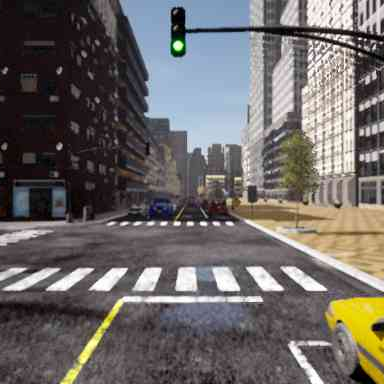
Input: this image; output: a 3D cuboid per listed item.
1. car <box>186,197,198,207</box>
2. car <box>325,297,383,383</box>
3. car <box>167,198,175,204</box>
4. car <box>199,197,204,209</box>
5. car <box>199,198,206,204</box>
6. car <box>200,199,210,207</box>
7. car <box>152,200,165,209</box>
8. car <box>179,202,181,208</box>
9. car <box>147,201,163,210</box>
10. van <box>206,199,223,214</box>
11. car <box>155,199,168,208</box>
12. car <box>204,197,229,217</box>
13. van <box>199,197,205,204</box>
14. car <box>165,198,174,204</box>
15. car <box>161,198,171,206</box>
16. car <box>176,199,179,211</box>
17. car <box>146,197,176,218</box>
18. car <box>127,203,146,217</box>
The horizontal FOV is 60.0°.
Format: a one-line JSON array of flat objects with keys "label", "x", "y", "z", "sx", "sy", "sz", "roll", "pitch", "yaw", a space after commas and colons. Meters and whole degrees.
[{"label": "car", "x": 0.011, "y": 2.129, "z": 63.795, "sx": 1.837, "sy": 1.490, "sz": 4.892, "roll": 0, "pitch": -1, "yaw": 0}, {"label": "car", "x": 2.687, "y": 1.551, "z": 2.779, "sx": 1.752, "sy": 1.417, "sz": 4.829, "roll": 0, "pitch": -1, "yaw": 0}, {"label": "car", "x": -5.677, "y": 2.457, "z": 90.284, "sx": 1.887, "sy": 1.381, "sz": 4.507, "roll": 0, "pitch": -1, "yaw": 0}, {"label": "car", "x": 2.696, "y": 1.868, "z": 57.127, "sx": 2.192, "sy": 1.841, "sz": 5.009, "roll": 0, "pitch": -1, "yaw": 0}, {"label": "car", "x": 2.702, "y": 2.377, "z": 84.927, "sx": 1.752, "sy": 1.417, "sz": 4.829, "roll": 0, "pitch": -1, "yaw": 0}, {"label": "car", "x": 2.699, "y": 2.215, "z": 68.178, "sx": 1.887, "sy": 1.381, "sz": 4.507, "roll": 0, "pitch": -1, "yaw": 0}, {"label": "car", "x": -5.683, "y": 2.099, "z": 57.126, "sx": 1.887, "sy": 1.381, "sz": 4.507, "roll": 0, "pitch": -1, "yaw": 0}, {"label": "car", "x": -3.037, "y": 2.064, "z": 58.970, "sx": 2.128, "sy": 1.511, "sz": 4.902, "roll": 0, "pitch": -1, "yaw": 0}, {"label": "car", "x": -5.684, "y": 2.047, "z": 51.600, "sx": 2.008, "sy": 1.369, "sz": 4.403, "roll": 0, "pitch": -1, "yaw": 0}, {"label": "van", "x": 2.693, "y": 1.723, "z": 40.548, "sx": 1.690, "sy": 1.788, "sz": 3.998, "roll": 0, "pitch": -1, "yaw": 0}, {"label": "car", "x": -5.683, "y": 2.053, "z": 62.654, "sx": 1.967, "sy": 1.590, "sz": 4.097, "roll": 0, "pitch": -1, "yaw": 0}, {"label": "car", "x": 2.692, "y": 1.643, "z": 35.022, "sx": 2.192, "sy": 1.841, "sz": 5.009, "roll": 0, "pitch": -1, "yaw": 0}, {"label": "van", "x": 2.702, "y": 2.252, "z": 90.284, "sx": 1.690, "sy": 1.788, "sz": 3.998, "roll": 0, "pitch": -1, "yaw": 0}, {"label": "car", "x": -5.678, "y": 2.374, "z": 84.589, "sx": 1.752, "sy": 1.417, "sz": 4.829, "roll": 0, "pitch": -1, "yaw": 0}, {"label": "car", "x": -5.681, "y": 2.170, "z": 73.707, "sx": 1.967, "sy": 1.590, "sz": 4.097, "roll": 0, "pitch": -1, "yaw": 0}, {"label": "car", "x": -3.083, "y": 1.953, "z": 44.978, "sx": 1.812, "sy": 1.442, "sz": 4.674, "roll": 0, "pitch": -1, "yaw": 0}, {"label": "car", "x": -3.098, "y": 1.546, "z": 34.629, "sx": 2.150, "sy": 2.045, "sz": 5.566, "roll": 0, "pitch": -1, "yaw": 0}, {"label": "car", "x": -5.687, "y": 1.879, "z": 35.021, "sx": 2.008, "sy": 1.369, "sz": 4.403, "roll": 0, "pitch": -1, "yaw": 0}]
